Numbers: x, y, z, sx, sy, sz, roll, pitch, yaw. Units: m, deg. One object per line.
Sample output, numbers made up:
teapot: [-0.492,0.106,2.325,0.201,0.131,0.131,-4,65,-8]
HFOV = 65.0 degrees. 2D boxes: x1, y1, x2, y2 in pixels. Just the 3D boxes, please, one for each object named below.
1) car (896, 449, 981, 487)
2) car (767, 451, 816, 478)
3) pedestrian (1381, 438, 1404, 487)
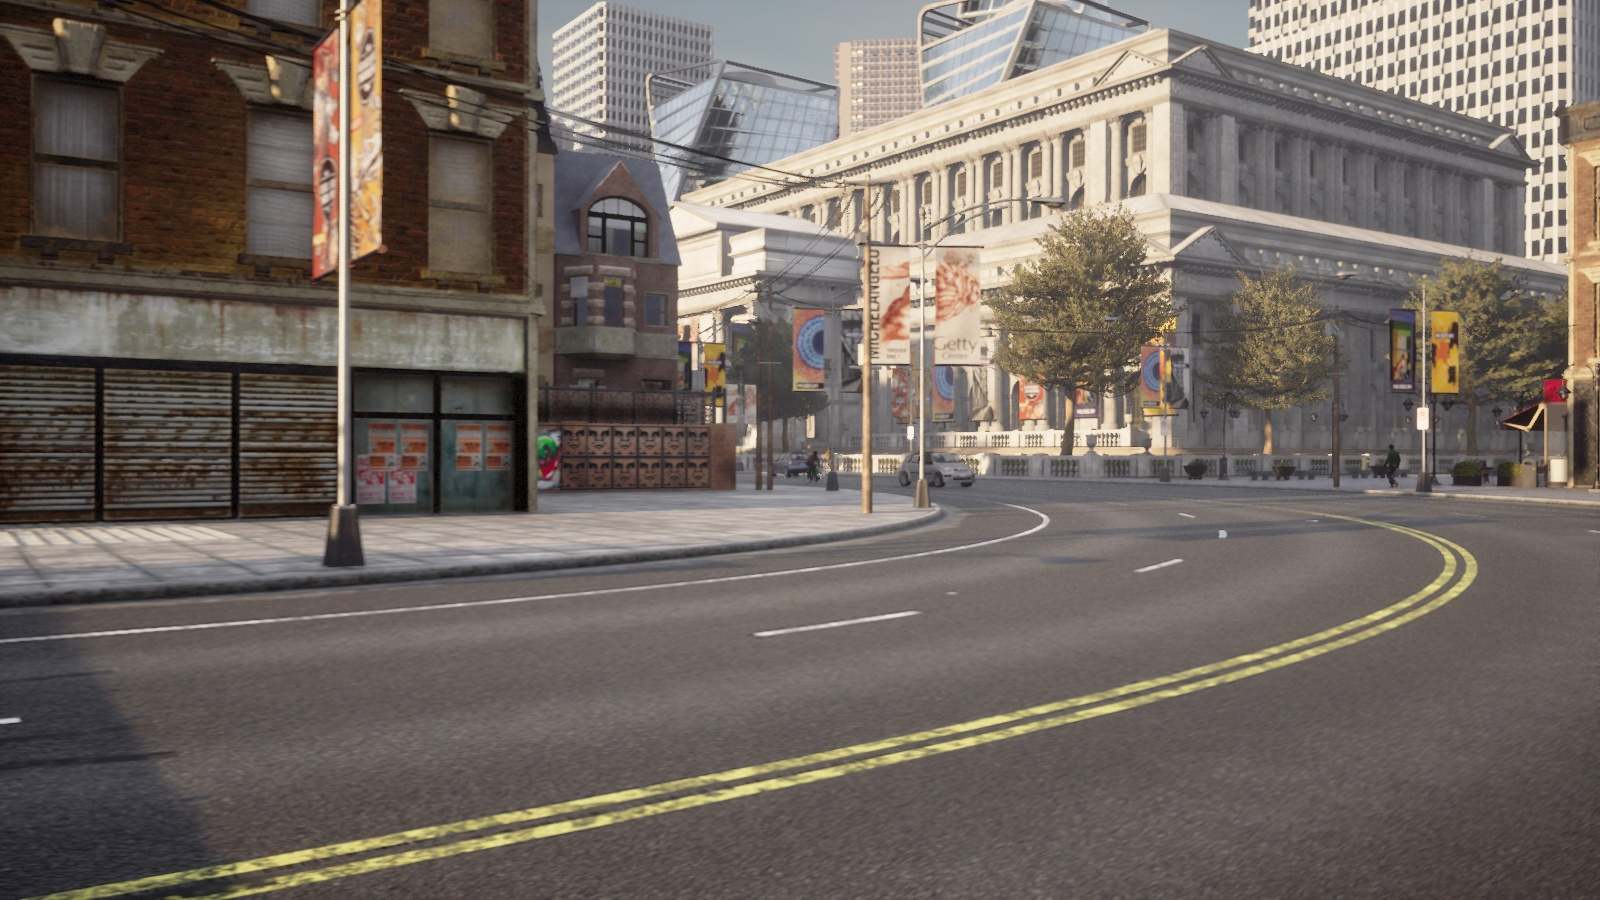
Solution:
car: [6.163,0.789,56.215,1.851,1.617,3.988,0,0,-28]
car: [-0.571,0.868,78.173,1.851,1.617,3.988,0,0,-20]
pedestrian: [23.400,0.487,49.595,0.423,1.949,0.788,0,0,-17]
